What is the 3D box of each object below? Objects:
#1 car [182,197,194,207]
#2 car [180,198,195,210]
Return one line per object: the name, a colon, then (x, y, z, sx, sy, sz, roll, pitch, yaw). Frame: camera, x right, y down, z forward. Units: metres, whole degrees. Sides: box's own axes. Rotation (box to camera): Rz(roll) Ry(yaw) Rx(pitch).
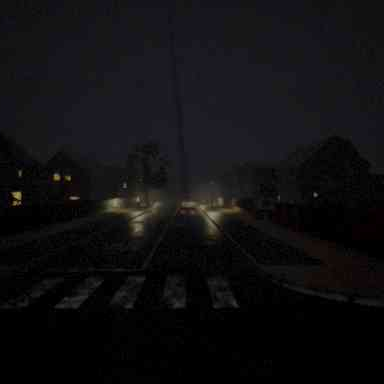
car: (-0.772, 1.689, 55.732, 1.882, 1.535, 5.008, 0, 0, -2)
car: (-0.601, 1.663, 45.704, 1.812, 1.442, 4.674, 0, 0, -1)
